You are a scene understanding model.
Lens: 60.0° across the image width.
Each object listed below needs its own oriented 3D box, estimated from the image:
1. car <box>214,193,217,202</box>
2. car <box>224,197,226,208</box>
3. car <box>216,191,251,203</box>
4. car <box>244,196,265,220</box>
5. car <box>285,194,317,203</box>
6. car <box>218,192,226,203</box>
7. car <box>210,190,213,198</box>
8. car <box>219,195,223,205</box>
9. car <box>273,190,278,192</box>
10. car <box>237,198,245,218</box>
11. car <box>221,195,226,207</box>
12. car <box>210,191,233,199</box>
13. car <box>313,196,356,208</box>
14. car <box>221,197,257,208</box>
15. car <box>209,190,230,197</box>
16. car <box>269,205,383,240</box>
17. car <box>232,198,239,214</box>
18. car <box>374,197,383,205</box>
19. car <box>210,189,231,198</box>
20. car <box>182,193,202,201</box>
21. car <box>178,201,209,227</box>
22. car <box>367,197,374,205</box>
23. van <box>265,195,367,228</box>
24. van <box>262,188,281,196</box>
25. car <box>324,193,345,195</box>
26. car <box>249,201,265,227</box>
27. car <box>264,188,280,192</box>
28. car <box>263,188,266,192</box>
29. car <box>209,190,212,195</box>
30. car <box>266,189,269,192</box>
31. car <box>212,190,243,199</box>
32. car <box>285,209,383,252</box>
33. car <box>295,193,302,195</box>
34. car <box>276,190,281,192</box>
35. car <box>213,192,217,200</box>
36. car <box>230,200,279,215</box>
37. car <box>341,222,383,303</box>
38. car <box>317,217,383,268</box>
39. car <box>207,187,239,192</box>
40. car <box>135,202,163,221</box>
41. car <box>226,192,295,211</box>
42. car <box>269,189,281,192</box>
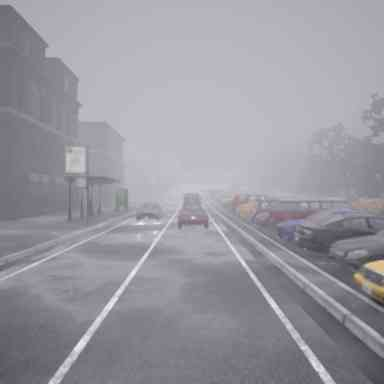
[{"bbox_3d":[6.440,1.293,53.725,4.792,1.488,2.163,0,1,0],"label":"car"},{"bbox_3d":[6.315,1.512,37.005,4.792,1.488,2.163,0,0,0],"label":"car"},{"bbox_3d":[6.431,1.196,50.935,4.553,1.767,2.185,0,1,0],"label":"car"},{"bbox_3d":[6.257,1.379,23.211,4.553,1.767,2.185,0,0,0],"label":"car"},{"bbox_3d":[19.509,1.116,59.426,5.008,1.535,2.097,0,2,0],"label":"car"},{"bbox_3d":[6.420,1.245,48.155,4.553,1.767,2.185,0,1,0],"label":"car"},{"bbox_3d":[6.427,0.976,64.878,4.792,1.488,2.163,0,2,0],"label":"car"},{"bbox_3d":[6.360,1.443,42.581,5.008,1.535,2.097,0,1,0],"label":"car"},{"bbox_3d":[19.733,0.835,67.658,5.366,1.575,1.946,0,2,0],"label":"car"},{"bbox_3d":[6.485,1.498,25.869,5.366,1.575,1.946,0,0,0],"label":"car"},{"bbox_3d":[6.350,1.467,39.792,5.008,1.535,2.097,0,0,0],"label":"car"},{"bbox_3d":[6.484,0.600,73.232,5.008,1.535,2.097,0,2,0],"label":"car"},{"bbox_3d":[19.464,1.407,45.487,5.008,1.535,2.097,0,1,0],"label":"car"},{"bbox_3d":[6.381,1.451,45.370,4.674,1.452,2.002,0,1,0],"label":"car"},{"bbox_3d":[6.541,0.355,78.792,4.792,1.488,2.163,0,3,0],"label":"car"},{"bbox_3d":[6.260,1.512,14.736,5.008,1.535,2.097,0,0,0],"label":"car"},{"bbox_3d":[6.305,1.498,28.653,5.008,1.535,2.097,0,0,0],"label":"car"},{"bbox_3d":[19.362,1.246,28.638,5.566,2.045,2.435,0,0,0],"label":"car"},{"bbox_3d":[6.532,0.341,76.002,4.553,1.767,2.185,0,3,0],"label":"car"},{"bbox_3d":[0.021,1.141,40.328,2.150,2.045,5.566,0,1,0],"label":"car"},{"bbox_3d":[0.073,1.549,22.537,1.994,1.385,4.181,0,0,0],"label":"car"},{"bbox_3d":[19.587,1.490,31.423,5.366,1.575,1.946,0,0,0],"label":"car"},{"bbox_3d":[6.383,1.285,17.519,4.442,1.987,1.878,0,0,0],"label":"van"},{"bbox_3d":[19.477,-0.045,81.590,4.442,1.987,1.878,-1,3,0],"label":"van"},{"bbox_3d":[19.475,1.189,42.696,5.566,2.045,2.435,0,1,0],"label":"car"},{"bbox_3d":[6.283,1.509,20.303,4.892,1.521,2.231,0,0,0],"label":"car"},{"bbox_3d":[19.584,0.496,76.152,4.674,1.452,2.002,0,3,0],"label":"car"},{"bbox_3d":[19.595,0.355,78.933,4.674,1.452,2.002,0,3,0],"label":"car"},{"bbox_3d":[6.461,0.842,67.654,4.892,1.521,2.231,0,2,0],"label":"car"},{"bbox_3d":[19.598,0.626,73.242,4.792,1.488,2.163,0,3,0],"label":"car"},{"bbox_3d":[6.403,0.996,59.294,4.553,1.767,2.185,0,2,0],"label":"car"},{"bbox_3d":[6.238,1.515,11.953,5.008,1.535,2.097,0,0,0],"label":"car"},{"bbox_3d":[19.497,1.196,56.510,4.892,1.521,2.231,0,2,0],"label":"car"},{"bbox_3d":[19.507,0.968,65.006,4.792,1.488,2.163,0,2,0],"label":"car"},{"bbox_3d":[6.393,1.226,56.512,4.792,1.488,2.163,0,1,0],"label":"car"},{"bbox_3d":[6.330,1.531,34.219,4.674,1.452,2.002,0,0,0],"label":"car"},{"bbox_3d":[6.036,1.514,6.387,5.366,1.575,1.946,0,0,0],"label":"car"},{"bbox_3d":[6.235,1.557,9.169,4.674,1.452,2.002,0,0,0],"label":"car"},{"bbox_3d":[6.507,0.475,70.430,5.566,2.045,2.435,0,2,0],"label":"car"},{"bbox_3d":[-3.387,1.525,27.368,2.033,1.411,5.357,0,0,0],"label":"car"},{"bbox_3d":[6.350,1.243,31.435,5.566,2.045,2.435,0,0,0],"label":"car"},{"bbox_3d":[19.744,0.719,70.451,5.366,1.575,1.946,0,2,0],"label":"car"}]
